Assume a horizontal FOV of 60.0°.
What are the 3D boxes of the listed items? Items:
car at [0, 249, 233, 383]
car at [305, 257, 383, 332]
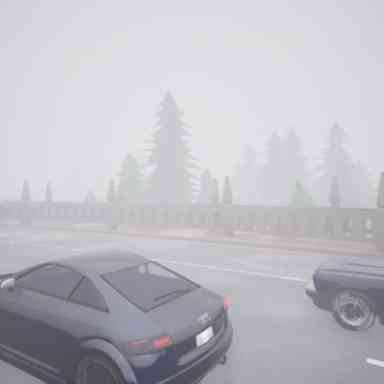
[{"bbox_3d":[-1.541,1.548,4.741,4.181,1.385,1.994,0,0,33],"label":"car"},{"bbox_3d":[4.307,1.572,5.099,4.718,1.301,1.895,0,0,36],"label":"car"}]
